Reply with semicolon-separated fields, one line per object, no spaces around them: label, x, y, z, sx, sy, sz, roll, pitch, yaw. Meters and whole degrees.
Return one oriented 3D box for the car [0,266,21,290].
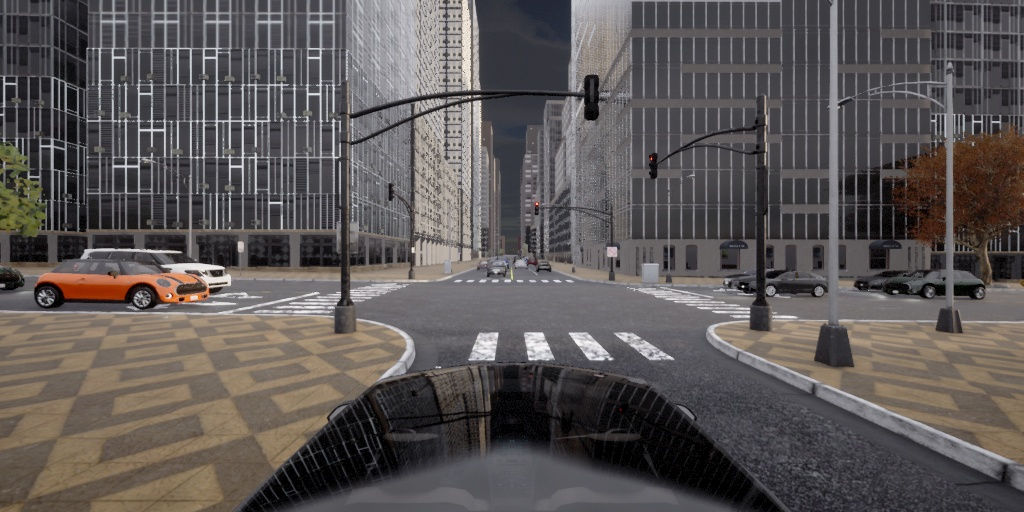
car;-24.623;0.679;15.626;4.553;1.767;2.097;1;0;-3

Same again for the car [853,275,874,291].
car;26.379;1.759;24.667;4.892;1.490;1.837;1;0;-3

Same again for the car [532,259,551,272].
car;3.948;1.343;45.347;1.948;1.339;4.313;0;0;0

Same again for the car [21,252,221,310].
car;-13.727;0.879;12.867;4.553;1.767;2.097;1;0;-3

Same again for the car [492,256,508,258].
car;-1.555;0.997;56.612;2.150;2.045;5.566;0;0;-1

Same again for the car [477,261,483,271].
car;-4.002;1.359;50.844;1.802;1.307;4.207;0;0;0

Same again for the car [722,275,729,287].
car;16.896;1.577;24.234;4.902;1.511;2.128;1;0;-3

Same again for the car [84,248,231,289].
car;-15.928;0.709;16.020;5.566;2.045;2.150;1;0;-3

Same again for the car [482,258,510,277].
car;-1.478;1.270;35.769;2.128;1.511;4.902;0;0;0

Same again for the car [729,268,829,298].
car;15.807;1.571;20.941;4.892;1.490;1.837;1;0;-4

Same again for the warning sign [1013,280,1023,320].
warning sign;17.279;1.207;11.538;1.060;1.860;1.300;0;0;-3

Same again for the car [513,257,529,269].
car;1.386;1.300;57.621;1.812;1.442;4.674;0;0;0

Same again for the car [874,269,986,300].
car;24.978;1.582;21.349;4.553;1.767;2.097;1;0;-3
